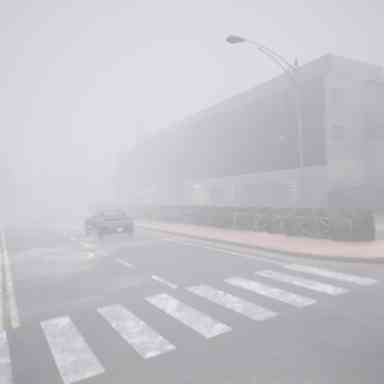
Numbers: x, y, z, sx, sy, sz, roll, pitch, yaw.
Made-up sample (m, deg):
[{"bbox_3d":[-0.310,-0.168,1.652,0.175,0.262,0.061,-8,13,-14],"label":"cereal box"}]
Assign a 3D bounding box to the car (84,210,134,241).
[{"bbox_3d":[-4.801,1.759,18.826,2.128,1.511,4.902,-3,0,-29],"label":"car"}]
